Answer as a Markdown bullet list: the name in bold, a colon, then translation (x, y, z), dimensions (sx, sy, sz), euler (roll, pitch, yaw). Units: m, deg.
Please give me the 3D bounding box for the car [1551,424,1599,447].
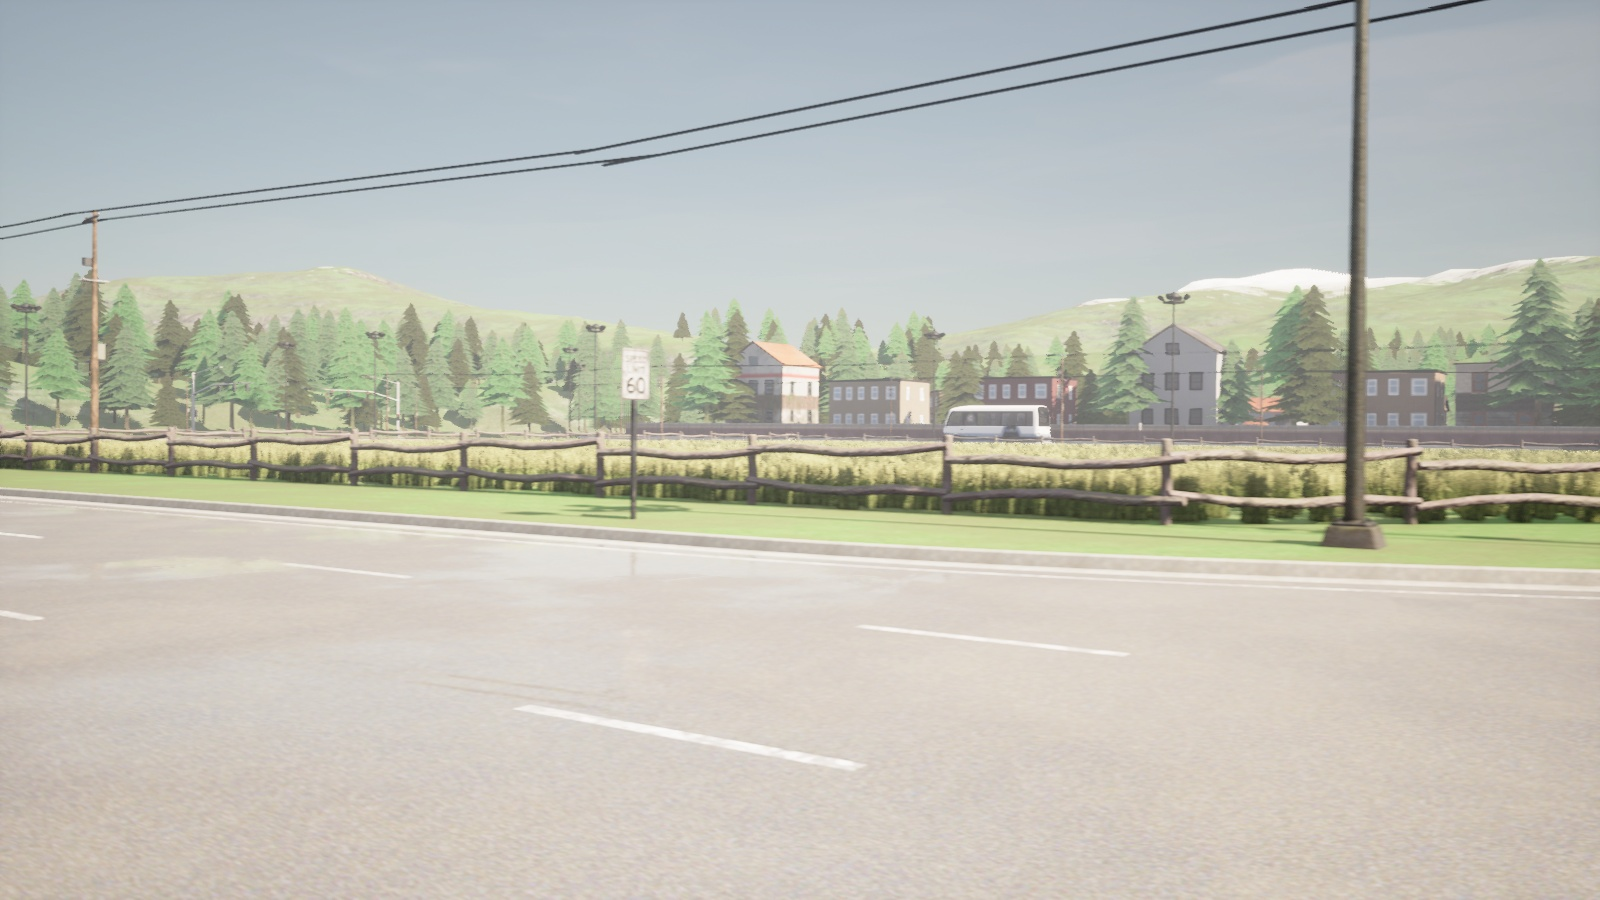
- **car**: translation (53.038, -0.951, 84.137), dimensions (4.514, 1.525, 2.007), euler (0, 1, 34)
